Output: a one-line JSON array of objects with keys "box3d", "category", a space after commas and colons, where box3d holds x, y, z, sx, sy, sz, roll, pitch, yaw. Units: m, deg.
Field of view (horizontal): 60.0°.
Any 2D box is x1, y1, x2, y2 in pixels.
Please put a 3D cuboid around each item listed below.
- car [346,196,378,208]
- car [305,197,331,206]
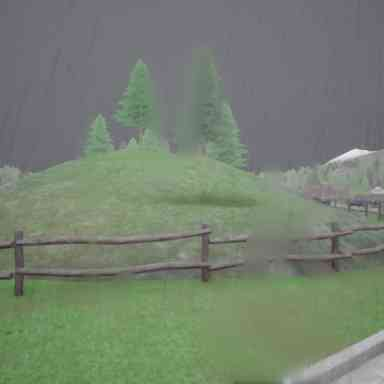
[{"box3d": [24.825, 1.352, 48.726, 2.097, 1.767, 4.553, 0, 0, -16], "category": "car"}, {"box3d": [20.061, 1.504, 53.074, 1.837, 1.490, 4.892, 0, 0, -15], "category": "car"}]
